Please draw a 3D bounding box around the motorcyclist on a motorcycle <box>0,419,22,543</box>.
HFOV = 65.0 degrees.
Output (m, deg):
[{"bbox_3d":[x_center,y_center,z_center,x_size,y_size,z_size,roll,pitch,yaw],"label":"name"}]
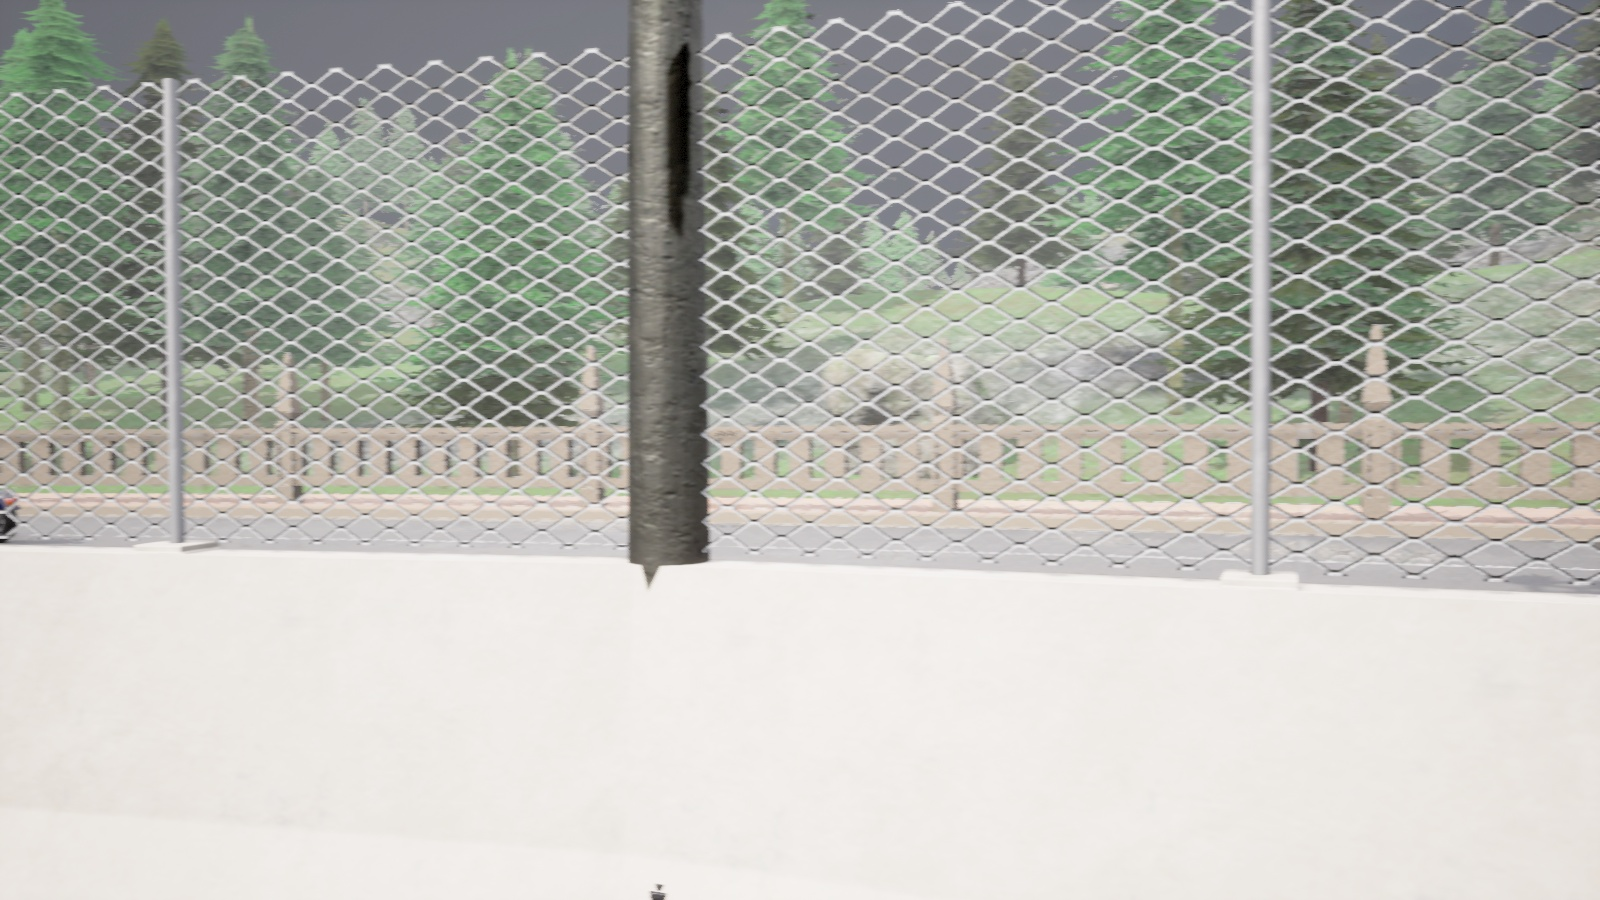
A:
[{"bbox_3d":[-11.767,0.411,16.806,2.350,1.649,0.766,0,2,10],"label":"motorcyclist on a motorcycle"}]
